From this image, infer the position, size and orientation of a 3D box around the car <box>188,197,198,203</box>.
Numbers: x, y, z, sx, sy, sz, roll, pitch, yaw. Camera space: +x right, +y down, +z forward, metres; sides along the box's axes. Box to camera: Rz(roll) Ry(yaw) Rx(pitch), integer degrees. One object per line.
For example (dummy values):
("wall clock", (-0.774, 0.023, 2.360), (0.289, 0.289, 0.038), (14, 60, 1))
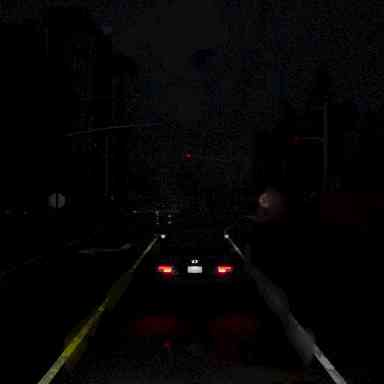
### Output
("car", (0.219, 1.600, 69.713), (1.895, 1.301, 4.718), (0, 0, 0))

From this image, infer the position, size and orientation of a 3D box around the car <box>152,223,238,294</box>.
("car", (0.074, 1.547, 8.941), (2.033, 1.411, 5.357), (0, 0, 0))

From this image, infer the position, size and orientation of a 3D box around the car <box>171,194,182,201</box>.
("car", (-3.374, 1.140, 74.379), (2.128, 1.511, 4.902), (0, 0, 0))

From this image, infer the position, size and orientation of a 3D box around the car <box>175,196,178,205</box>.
("car", (-3.473, 1.506, 58.971), (1.837, 1.490, 4.892), (0, 0, 0))

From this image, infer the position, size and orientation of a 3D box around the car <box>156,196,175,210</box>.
("car", (-3.478, 1.505, 42.530), (1.837, 1.490, 4.892), (0, 0, -1))

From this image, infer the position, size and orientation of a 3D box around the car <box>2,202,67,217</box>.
("car", (-13.712, 1.563, 28.925), (5.357, 1.411, 2.033), (0, 0, 10))
